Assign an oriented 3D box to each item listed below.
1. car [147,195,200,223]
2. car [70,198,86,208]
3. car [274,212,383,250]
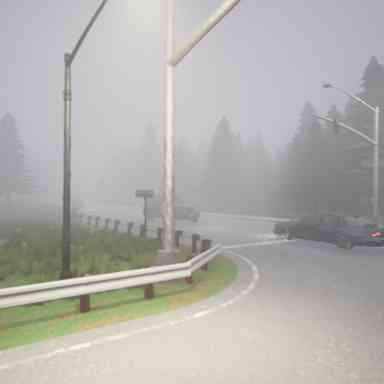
[{"bbox_3d":[-1.699,1.284,25.675,2.150,2.045,5.566,0,0,-36],"label":"car"},{"bbox_3d":[-16.040,1.567,45.697,1.837,1.490,4.892,0,-1,-34],"label":"car"},{"bbox_3d":[6.124,1.620,14.789,2.033,1.411,5.357,0,0,-31],"label":"car"}]
